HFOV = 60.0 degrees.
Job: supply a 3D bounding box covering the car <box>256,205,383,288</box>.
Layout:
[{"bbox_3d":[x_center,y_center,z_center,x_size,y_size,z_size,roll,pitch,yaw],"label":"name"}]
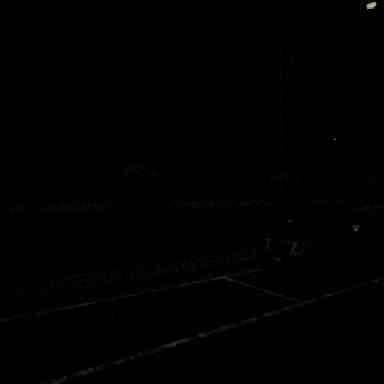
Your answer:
[{"bbox_3d":[4.086,1.313,9.455,5.009,1.841,2.192,0,0,-36],"label":"car"}]
